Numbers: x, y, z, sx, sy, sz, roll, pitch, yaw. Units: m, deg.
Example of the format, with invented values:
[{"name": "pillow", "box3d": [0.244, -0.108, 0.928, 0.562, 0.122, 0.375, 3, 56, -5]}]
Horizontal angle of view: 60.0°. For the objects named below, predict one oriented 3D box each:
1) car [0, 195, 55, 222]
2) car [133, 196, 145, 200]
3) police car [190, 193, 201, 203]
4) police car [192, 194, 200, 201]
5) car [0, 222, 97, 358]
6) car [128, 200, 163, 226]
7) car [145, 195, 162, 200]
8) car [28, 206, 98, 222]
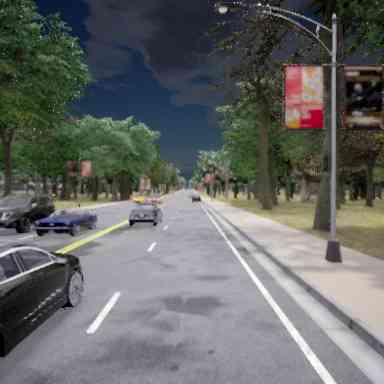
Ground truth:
[{"name": "car", "box3d": [-9.848, 1.197, 19.322, 2.150, 2.045, 5.566, 0, 0, 0]}, {"name": "car", "box3d": [-9.764, 1.445, 61.621, 1.882, 1.535, 5.008, 0, 0, 0]}, {"name": "police car", "box3d": [0.983, 1.395, 71.323, 1.930, 1.638, 5.238, 0, 0, 0]}, {"name": "police car", "box3d": [0.985, 1.403, 87.324, 1.930, 1.638, 5.238, 0, 0, 0]}, {"name": "car", "box3d": [-3.150, 1.484, 4.956, 2.128, 1.511, 4.902, 0, 0, 0]}, {"name": "car", "box3d": [-3.148, 1.520, 23.267, 2.033, 1.411, 5.357, 0, 0, 0]}, {"name": "car", "box3d": [-6.537, 1.319, 59.300, 2.097, 1.767, 4.553, 0, 0, 1]}, {"name": "car", "box3d": [-6.599, 1.579, 17.877, 1.895, 1.301, 4.718, 0, 0, 0]}]
